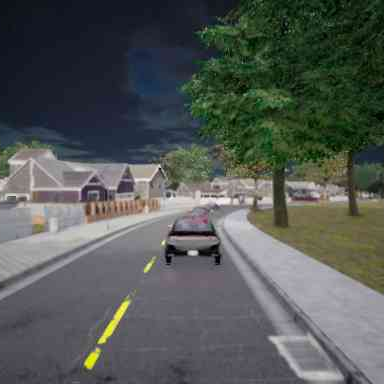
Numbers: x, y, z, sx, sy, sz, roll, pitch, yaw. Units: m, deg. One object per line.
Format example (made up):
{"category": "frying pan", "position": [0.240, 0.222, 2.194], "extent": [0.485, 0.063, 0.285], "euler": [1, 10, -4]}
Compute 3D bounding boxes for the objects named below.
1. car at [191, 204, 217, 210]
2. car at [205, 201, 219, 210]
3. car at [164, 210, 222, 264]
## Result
{"category": "car", "position": [0.749, 1.918, 27.433], "extent": [1.994, 1.385, 4.181], "euler": [0, -1, 6]}
{"category": "car", "position": [3.106, 2.216, 53.230], "extent": [1.812, 1.442, 4.674], "euler": [0, -1, 17]}
{"category": "car", "position": [0.060, 1.631, 12.304], "extent": [2.128, 1.511, 4.902], "euler": [0, -1, 1]}
